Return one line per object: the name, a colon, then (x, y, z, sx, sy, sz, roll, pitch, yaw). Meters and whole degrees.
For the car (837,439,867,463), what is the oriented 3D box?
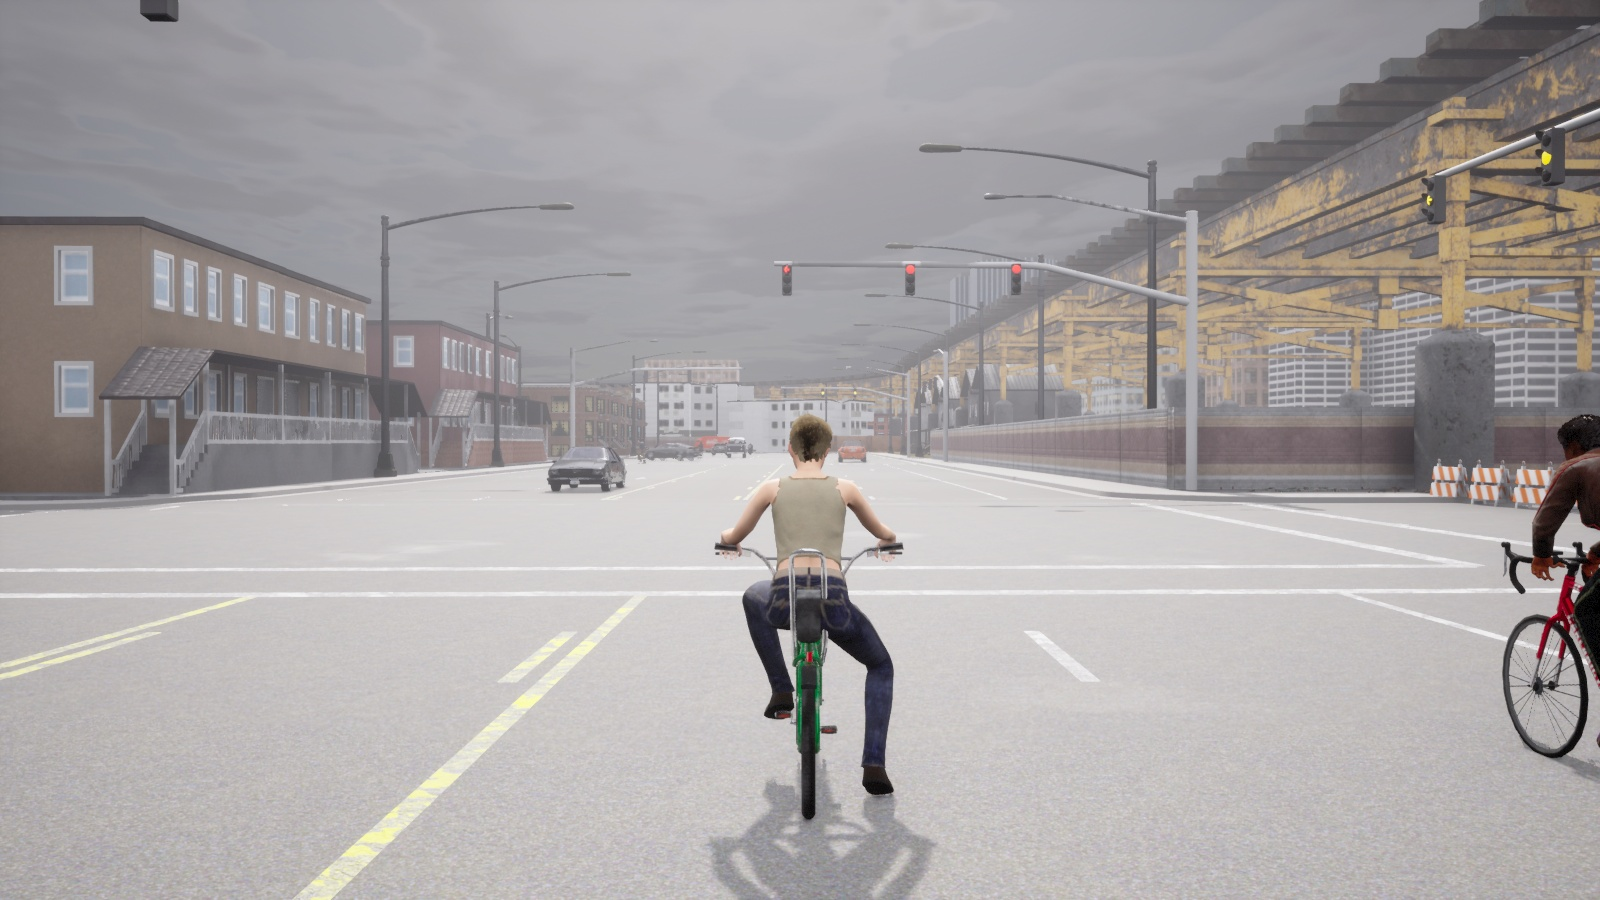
car: (4.027, 0.056, 97.910, 2.097, 1.767, 4.553, 0, 0, 0)

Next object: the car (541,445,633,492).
car: (-6.773, 0.560, 40.534, 2.033, 1.411, 5.357, 0, 0, 0)

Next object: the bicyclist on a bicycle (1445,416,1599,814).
bicyclist on a bicycle: (3.545, 0.671, 5.511, 0.582, 1.620, 1.656, 0, 0, 0)

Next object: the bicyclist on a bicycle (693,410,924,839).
bicyclist on a bicycle: (0.038, 0.652, 5.474, 0.866, 1.612, 1.509, 0, 0, 0)
